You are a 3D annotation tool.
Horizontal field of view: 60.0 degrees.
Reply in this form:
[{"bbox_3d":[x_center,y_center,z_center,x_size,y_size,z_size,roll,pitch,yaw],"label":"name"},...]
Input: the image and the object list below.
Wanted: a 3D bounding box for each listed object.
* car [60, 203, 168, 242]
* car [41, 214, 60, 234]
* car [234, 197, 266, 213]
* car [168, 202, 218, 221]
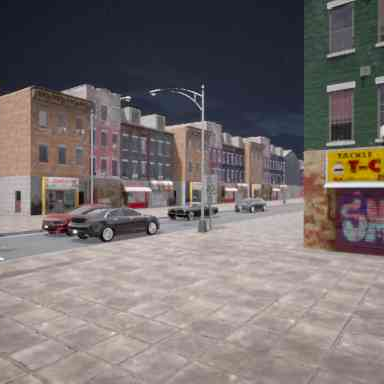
[{"bbox_3d":[-3.595,1.443,16.210,1.837,1.490,4.892,0,0,36],"label":"car"},{"bbox_3d":[-5.665,1.403,18.203,1.882,1.535,5.008,0,0,34],"label":"car"},{"bbox_3d":[6.156,1.323,34.679,1.837,1.490,4.892,0,0,36],"label":"car"},{"bbox_3d":[0.120,1.473,26.291,1.895,1.301,4.718,0,0,36],"label":"car"}]
